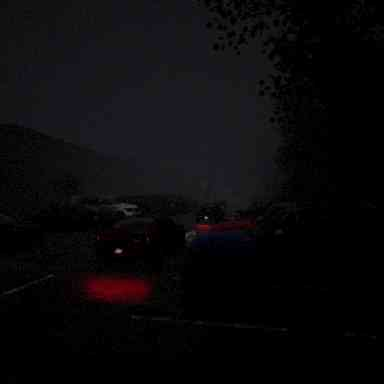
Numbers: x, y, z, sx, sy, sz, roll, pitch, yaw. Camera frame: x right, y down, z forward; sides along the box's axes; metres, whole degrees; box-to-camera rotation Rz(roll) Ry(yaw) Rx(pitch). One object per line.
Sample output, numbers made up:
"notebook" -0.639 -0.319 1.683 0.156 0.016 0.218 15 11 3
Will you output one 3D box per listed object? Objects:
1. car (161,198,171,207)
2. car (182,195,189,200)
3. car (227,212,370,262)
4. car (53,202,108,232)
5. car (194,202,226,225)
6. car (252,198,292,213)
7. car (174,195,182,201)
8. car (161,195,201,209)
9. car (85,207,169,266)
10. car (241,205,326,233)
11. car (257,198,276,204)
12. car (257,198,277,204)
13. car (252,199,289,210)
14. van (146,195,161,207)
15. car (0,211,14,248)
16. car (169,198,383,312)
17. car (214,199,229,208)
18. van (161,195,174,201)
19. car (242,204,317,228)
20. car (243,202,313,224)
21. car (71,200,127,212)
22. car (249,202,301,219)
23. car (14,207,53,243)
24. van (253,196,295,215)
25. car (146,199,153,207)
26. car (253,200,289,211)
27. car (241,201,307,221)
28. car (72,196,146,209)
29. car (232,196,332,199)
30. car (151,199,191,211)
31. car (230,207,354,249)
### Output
"car" -5.093 1.623 33.897 4.892 1.521 2.231 0 0 12
"car" -3.326 1.427 42.120 5.566 2.045 2.435 0 0 12
"car" 3.751 1.558 12.332 4.674 1.452 2.002 0 0 12
"car" -7.993 1.565 20.186 4.792 1.488 2.163 0 0 12
"car" 1.526 1.627 26.485 1.837 1.490 4.892 0 0 12
"car" 9.422 1.560 39.471 4.553 1.767 2.185 0 0 12
"car" -3.963 1.531 39.391 4.553 1.767 2.185 0 0 12
"car" -1.587 1.504 50.348 5.566 2.045 2.435 0 -1 12
"car" -1.558 1.515 11.778 1.882 1.535 5.008 0 0 12
"car" 5.471 1.589 20.380 4.792 1.488 2.163 0 0 12
"car" 19.563 2.382 87.231 4.892 1.521 2.231 0 -1 12
"car" 18.896 2.329 84.027 5.008 1.535 2.097 0 -1 12
"car" 11.184 1.762 47.637 5.008 1.535 2.097 0 -1 12
"van" -5.549 1.378 31.131 4.442 1.987 1.878 0 0 12
"car" -9.509 1.496 11.913 5.366 1.575 1.946 0 0 12
"car" 2.583 1.248 6.887 5.566 2.045 2.435 0 0 12
"car" 5.350 2.035 60.334 2.033 1.411 5.357 0 -1 12
"van" -4.623 1.413 36.665 4.442 1.987 1.878 0 0 12
"car" 5.986 1.607 23.118 4.792 1.488 2.163 0 0 12
"car" 6.581 1.595 25.839 5.008 1.535 2.097 0 0 12
"car" -7.395 1.552 22.919 4.892 1.521 2.231 0 0 12
"car" 7.729 1.670 31.290 4.674 1.452 2.002 0 0 12
"car" -9.121 1.508 14.693 5.008 1.535 2.097 0 0 12
"van" 8.992 1.439 36.720 4.442 1.987 1.878 0 0 12
"car" -6.244 1.586 28.411 5.008 1.535 2.097 0 0 12
"car" 10.605 1.774 44.910 4.674 1.452 2.002 0 -1 12
"car" 6.977 1.609 28.603 5.366 1.575 1.946 0 0 12
"car" -6.786 1.317 25.661 5.566 2.045 2.435 0 0 12
"car" 4.844 1.293 17.670 5.566 2.045 2.435 0 0 12
"car" -2.769 1.701 44.868 4.892 1.521 2.231 0 0 12
"car" 4.294 1.531 14.936 5.008 1.535 2.097 0 0 12
